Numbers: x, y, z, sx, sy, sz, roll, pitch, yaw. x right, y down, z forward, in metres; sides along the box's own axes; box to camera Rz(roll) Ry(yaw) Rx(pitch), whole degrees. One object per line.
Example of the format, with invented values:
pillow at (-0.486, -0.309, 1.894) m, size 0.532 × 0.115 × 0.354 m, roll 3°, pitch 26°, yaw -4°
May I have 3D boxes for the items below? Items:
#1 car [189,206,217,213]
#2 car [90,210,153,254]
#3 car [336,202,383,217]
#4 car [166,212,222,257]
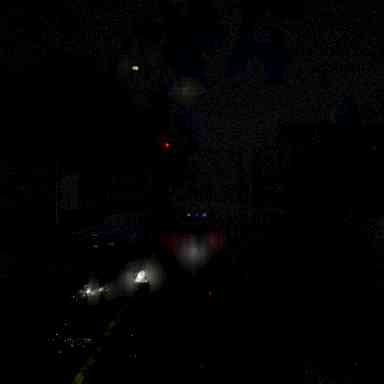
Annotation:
car at (0.890, 1.805, 27.767) m, size 1.895 × 1.301 × 4.718 m, roll 0°, pitch 0°, yaw 13°
car at (-2.815, 1.576, 14.217) m, size 1.882 × 1.535 × 5.008 m, roll 0°, pitch 0°, yaw 0°
car at (15.503, 1.600, 30.461) m, size 4.403 × 1.369 × 2.008 m, roll 0°, pitch -1°, yaw 0°
car at (0.072, 1.692, 13.261) m, size 1.895 × 1.301 × 4.718 m, roll 0°, pitch 0°, yaw 1°
